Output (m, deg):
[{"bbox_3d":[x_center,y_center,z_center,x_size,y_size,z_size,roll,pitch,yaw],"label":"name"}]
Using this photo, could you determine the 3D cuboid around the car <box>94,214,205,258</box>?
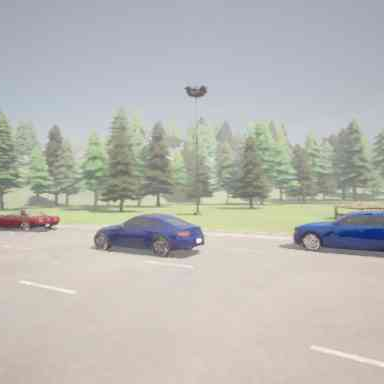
[{"bbox_3d":[-1.736,1.586,13.018,4.674,1.442,1.812,-1,0,31],"label":"car"}]

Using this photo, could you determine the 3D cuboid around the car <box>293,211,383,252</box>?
[{"bbox_3d":[6.266,1.438,12.167,5.008,1.535,1.882,0,0,34],"label":"car"}]

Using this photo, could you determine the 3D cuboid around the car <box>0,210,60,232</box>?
[{"bbox_3d":[-10.963,1.802,21.468,4.718,1.301,1.895,-1,0,24],"label":"car"}]
